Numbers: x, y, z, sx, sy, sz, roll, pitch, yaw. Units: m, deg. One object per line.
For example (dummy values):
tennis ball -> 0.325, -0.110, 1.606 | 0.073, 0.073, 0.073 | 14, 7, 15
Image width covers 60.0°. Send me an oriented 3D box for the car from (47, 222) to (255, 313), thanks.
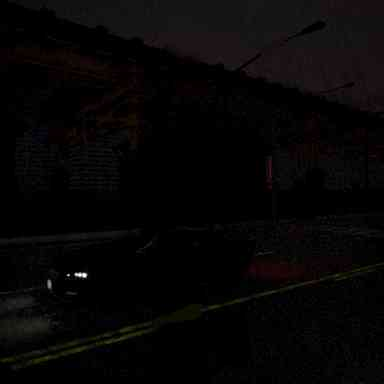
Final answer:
car -> -0.703, 1.491, 7.753 | 4.902, 1.511, 2.128 | 0, 0, -35
